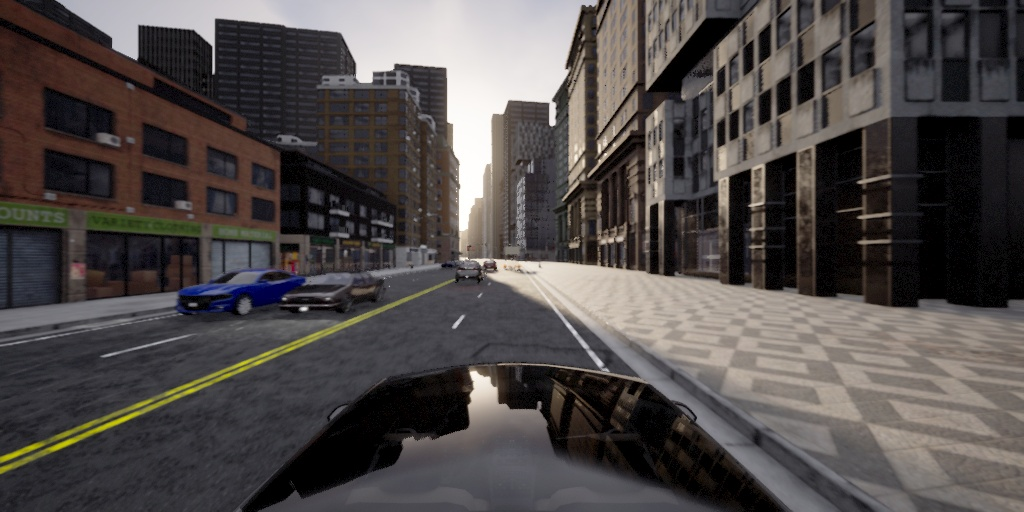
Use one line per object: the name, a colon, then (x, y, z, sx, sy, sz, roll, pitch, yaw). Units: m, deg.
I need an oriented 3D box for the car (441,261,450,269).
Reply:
car: (-9.784, 1.361, 55.923, 1.895, 1.301, 4.718, 0, 0, 1)

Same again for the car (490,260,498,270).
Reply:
car: (-3.139, 1.284, 51.583, 1.812, 1.442, 4.674, 0, 0, 0)

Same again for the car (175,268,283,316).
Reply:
car: (-9.845, 1.229, 13.570, 1.882, 1.535, 5.008, 0, 0, 0)

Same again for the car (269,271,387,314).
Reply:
car: (-6.597, 1.299, 14.030, 2.033, 1.411, 5.357, 0, 0, 0)

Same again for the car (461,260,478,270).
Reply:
car: (-6.533, 1.307, 55.963, 2.033, 1.411, 5.357, 0, 0, 1)

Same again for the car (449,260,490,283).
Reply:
car: (-3.144, 1.245, 27.480, 2.128, 1.511, 4.902, 0, 0, 0)

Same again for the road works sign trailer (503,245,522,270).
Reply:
road works sign trailer: (0.025, 0.223, 52.638, 2.380, 3.560, 2.880, 0, 0, 0)
